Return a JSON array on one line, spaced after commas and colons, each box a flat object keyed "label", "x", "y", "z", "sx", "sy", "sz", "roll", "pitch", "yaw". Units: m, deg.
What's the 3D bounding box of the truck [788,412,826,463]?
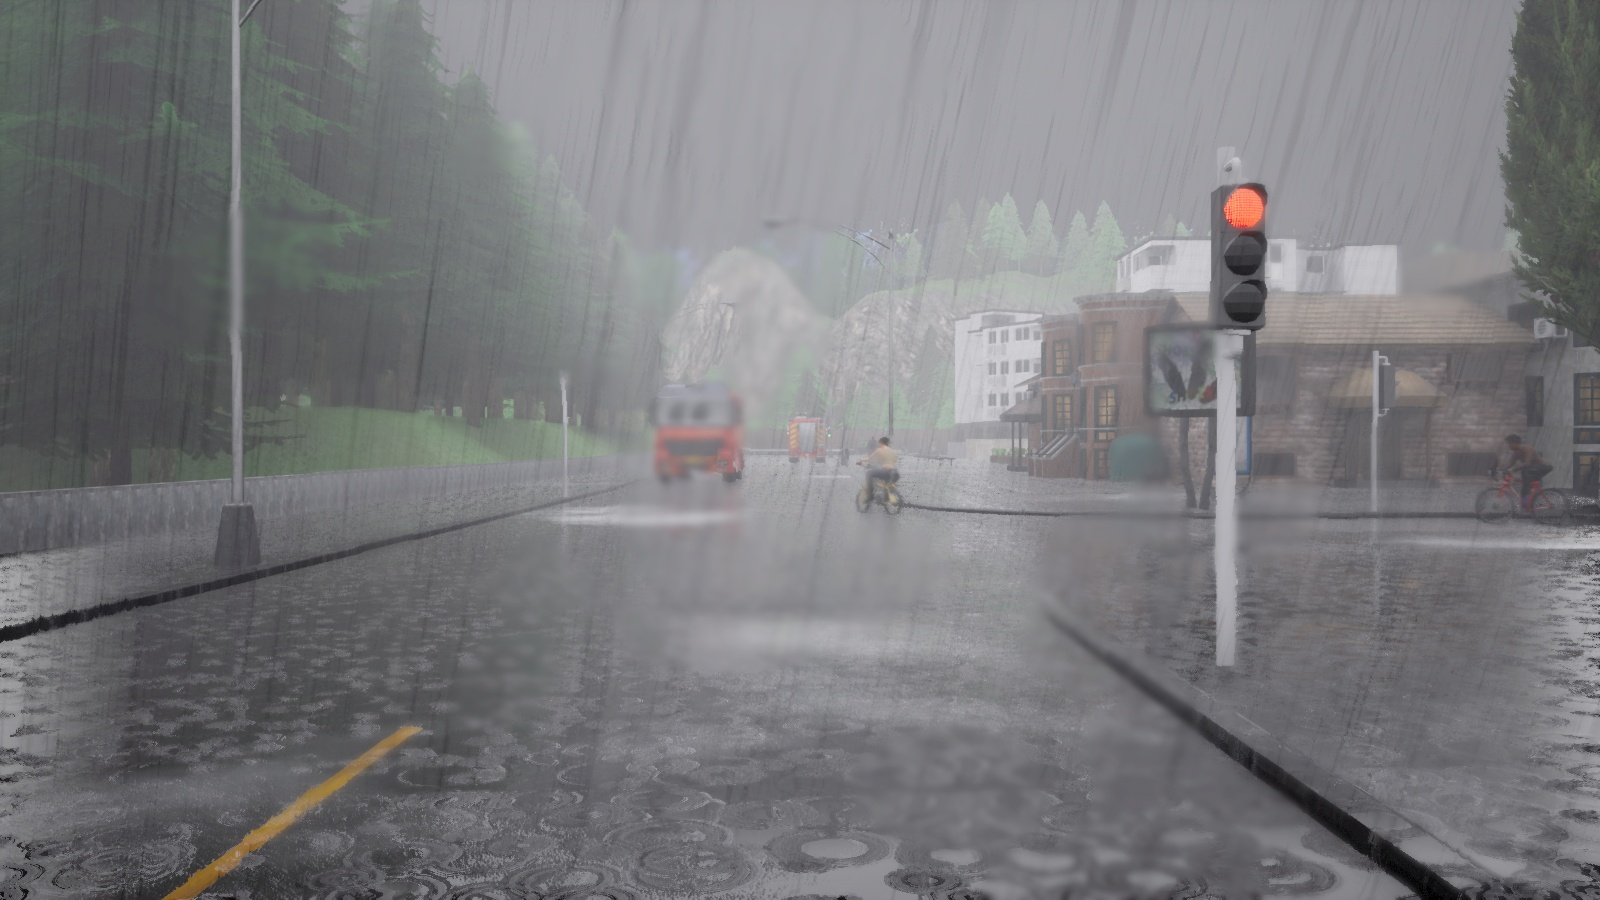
[{"label": "truck", "x": 0.567, "y": -0.977, "z": 99.073, "sx": 2.891, "sy": 3.827, "sz": 8.468, "roll": 0, "pitch": 0, "yaw": 0}]

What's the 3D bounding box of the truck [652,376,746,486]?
[{"label": "truck", "x": -3.716, "y": -0.693, "z": 48.238, "sx": 2.891, "sy": 3.827, "sz": 8.468, "roll": 0, "pitch": 0, "yaw": 0}]

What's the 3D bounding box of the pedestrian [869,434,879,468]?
[{"label": "pedestrian", "x": 4.173, "y": 0.060, "z": 70.879, "sx": 0.563, "sy": 1.883, "sz": 0.849, "roll": 0, "pitch": 0, "yaw": 1}]

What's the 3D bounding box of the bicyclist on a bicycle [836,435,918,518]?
[{"label": "bicyclist on a bicycle", "x": 1.562, "y": 0.538, "z": 25.612, "sx": 0.866, "sy": 1.612, "sz": 1.509, "roll": 4, "pitch": -2, "yaw": -33}]

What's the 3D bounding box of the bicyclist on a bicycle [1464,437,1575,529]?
[{"label": "bicyclist on a bicycle", "x": 12.866, "y": 0.583, "z": 22.470, "sx": 1.656, "sy": 1.620, "sz": 0.582, "roll": 0, "pitch": 0, "yaw": 0}]
